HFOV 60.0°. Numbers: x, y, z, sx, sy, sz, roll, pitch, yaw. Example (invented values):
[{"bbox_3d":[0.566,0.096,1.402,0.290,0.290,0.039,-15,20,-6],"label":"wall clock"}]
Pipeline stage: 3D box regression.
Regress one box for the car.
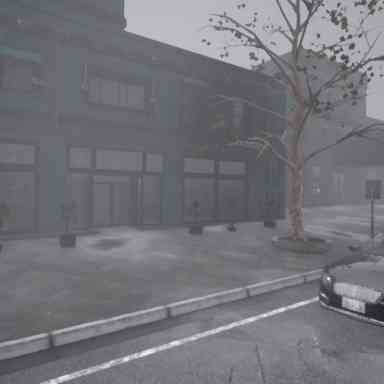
[{"bbox_3d":[4.505,1.490,6.611,4.902,1.511,2.128,0,0,-36],"label":"car"}]
